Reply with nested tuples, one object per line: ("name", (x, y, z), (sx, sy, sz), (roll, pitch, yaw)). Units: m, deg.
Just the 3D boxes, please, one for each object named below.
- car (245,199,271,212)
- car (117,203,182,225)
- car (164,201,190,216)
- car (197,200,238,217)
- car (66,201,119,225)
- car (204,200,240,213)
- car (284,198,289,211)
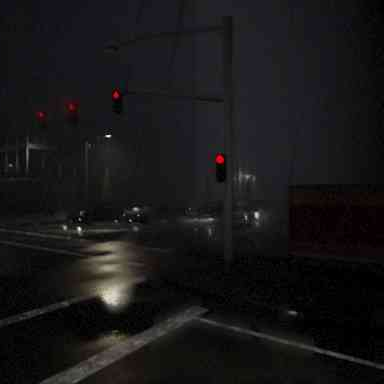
("car", (8.344, 1.678, 41.758), (1.812, 1.442, 4.674), (0, 0, 36))
("car", (-3.142, 1.755, 25.736), (1.895, 1.301, 4.718), (0, 0, 36))
("car", (-2.090, 1.679, 33.219), (1.837, 1.490, 4.892), (0, 0, 36))
("car", (2.374, 1.631, 33.439), (1.882, 1.535, 5.008), (0, 0, 35))
("car", (-7.408, 1.526, 25.787), (2.097, 1.767, 4.553), (0, 0, 36))
("car", (3.866, 1.721, 41.537), (2.033, 1.411, 5.357), (0, 0, 35))
("car", (13.402, 1.483, 42.504), (2.097, 1.767, 4.553), (0, 0, 36))
